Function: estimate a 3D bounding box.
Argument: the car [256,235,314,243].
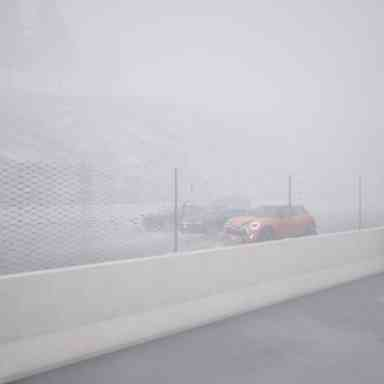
[{"bbox_3d":[3.610,1.351,15.171,4.553,1.767,2.097,0,0,-36],"label":"car"}]
